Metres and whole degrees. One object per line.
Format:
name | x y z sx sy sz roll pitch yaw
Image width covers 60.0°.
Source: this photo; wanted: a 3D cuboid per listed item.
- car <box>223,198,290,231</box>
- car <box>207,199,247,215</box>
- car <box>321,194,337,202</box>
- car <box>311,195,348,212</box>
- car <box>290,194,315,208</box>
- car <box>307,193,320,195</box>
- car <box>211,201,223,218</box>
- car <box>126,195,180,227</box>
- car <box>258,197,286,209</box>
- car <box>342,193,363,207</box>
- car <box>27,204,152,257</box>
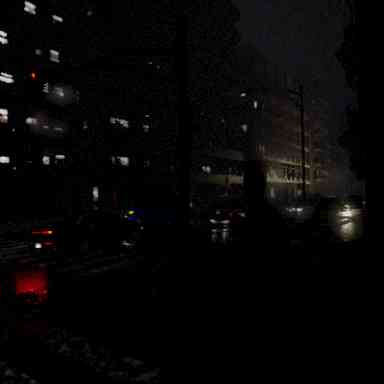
car | 3.815 1.249 19.167 1.967 1.590 4.097 -1 0 36
car | 3.616 1.484 33.319 2.008 1.369 4.403 -1 0 36
car | 26.944 1.181 65.382 2.008 1.369 4.403 -1 0 36
car | 13.723 1.244 32.970 1.947 1.339 4.313 -1 0 36
car | 13.975 1.322 43.088 1.994 1.385 4.181 -2 -1 37
car | 20.274 1.029 56.223 2.192 1.841 5.009 -1 0 36
car | 3.525 1.389 28.803 2.128 1.511 4.902 -2 -1 36
car | -2.623 1.203 20.370 2.150 2.045 5.566 -2 -1 36
car | 10.281 1.410 42.480 1.947 1.339 4.313 -1 0 36
car | 20.387 1.134 42.131 1.887 1.381 4.507 -1 0 36
car | -3.884 1.464 12.967 1.837 1.490 4.892 -4 -1 28
